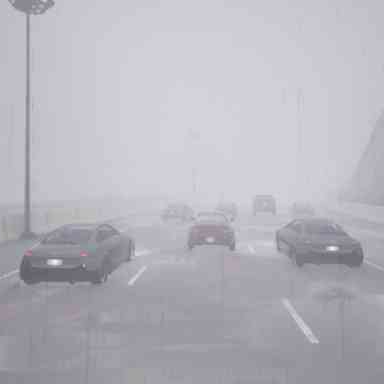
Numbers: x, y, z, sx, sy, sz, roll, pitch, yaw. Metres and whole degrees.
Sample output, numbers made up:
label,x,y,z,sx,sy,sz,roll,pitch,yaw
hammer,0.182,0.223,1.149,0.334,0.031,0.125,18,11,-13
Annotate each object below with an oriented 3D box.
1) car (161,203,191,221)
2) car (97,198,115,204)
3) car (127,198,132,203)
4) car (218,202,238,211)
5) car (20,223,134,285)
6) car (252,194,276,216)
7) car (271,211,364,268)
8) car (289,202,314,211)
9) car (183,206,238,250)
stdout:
label,x,y,z,sx,sy,sz,roll,pitch,yaw
car,-1.086,1.563,26.934,2.033,1.411,5.357,0,0,9
car,-15.305,1.356,58.119,2.097,1.767,4.553,0,0,18
car,-10.865,1.579,60.431,1.994,1.385,4.181,0,0,19
car,3.373,1.629,31.903,1.895,1.301,4.718,0,0,11
car,-3.000,1.564,9.532,1.994,1.385,4.181,0,0,3
car,7.143,1.258,32.946,2.150,2.045,5.566,0,0,11
car,4.145,1.581,11.464,1.994,1.385,4.181,0,0,4
car,10.649,1.645,32.600,1.895,1.301,4.718,0,0,12
car,0.857,1.537,14.226,1.812,1.442,4.674,0,0,5
